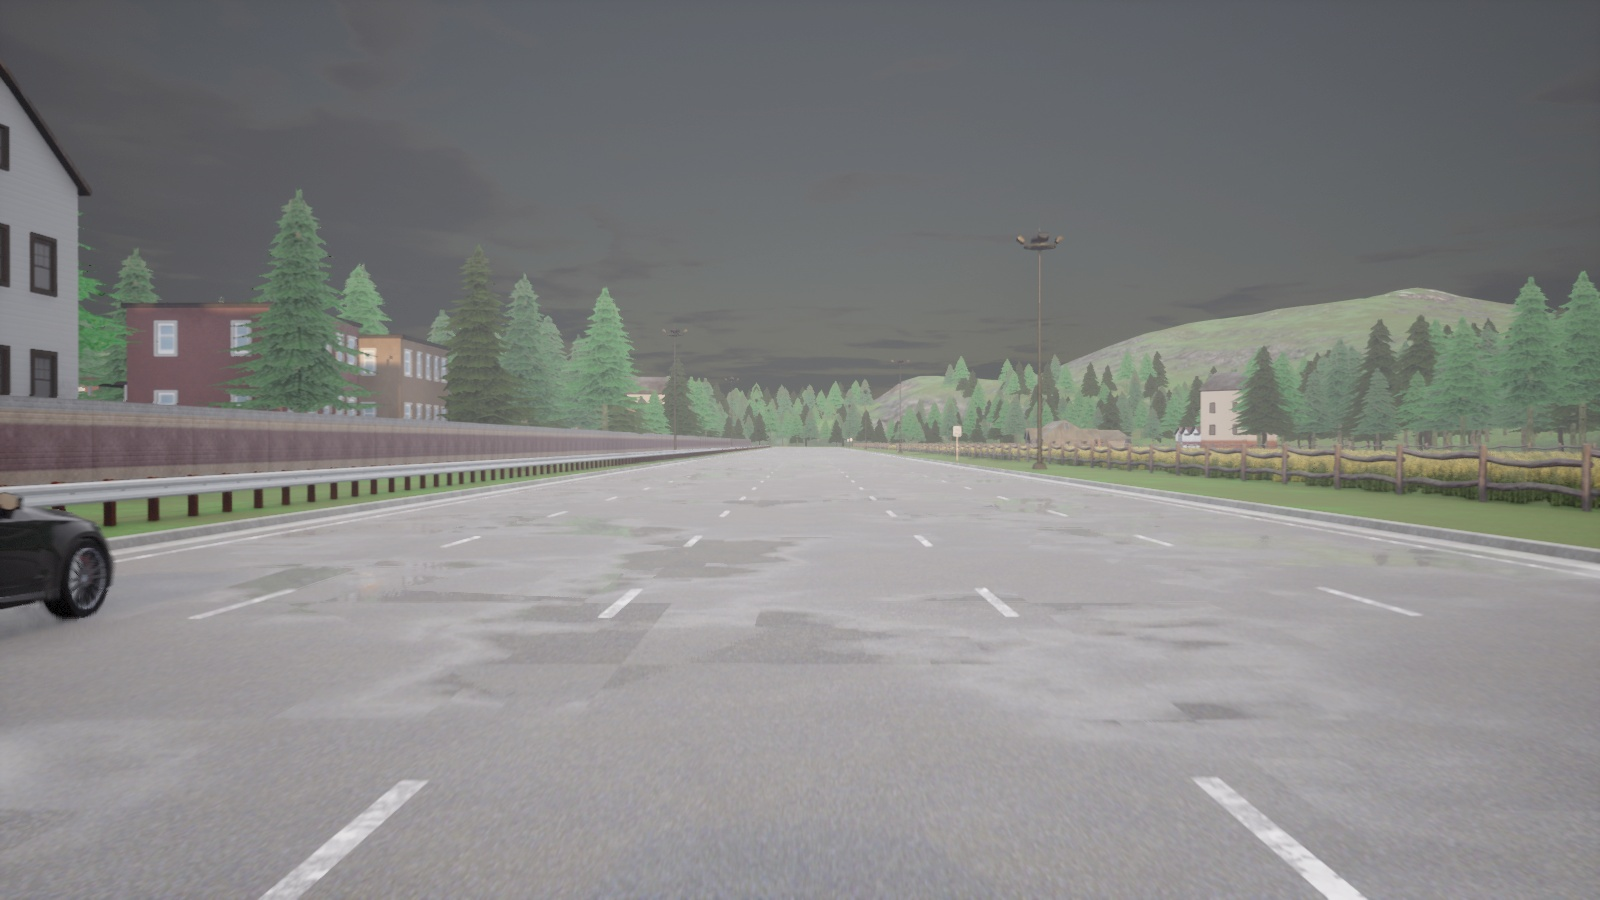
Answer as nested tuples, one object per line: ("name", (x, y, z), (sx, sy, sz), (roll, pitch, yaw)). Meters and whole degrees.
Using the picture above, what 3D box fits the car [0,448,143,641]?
("car", (-6.932, 0.715, 9.158), (1.812, 1.442, 4.674), (0, 0, 0))
